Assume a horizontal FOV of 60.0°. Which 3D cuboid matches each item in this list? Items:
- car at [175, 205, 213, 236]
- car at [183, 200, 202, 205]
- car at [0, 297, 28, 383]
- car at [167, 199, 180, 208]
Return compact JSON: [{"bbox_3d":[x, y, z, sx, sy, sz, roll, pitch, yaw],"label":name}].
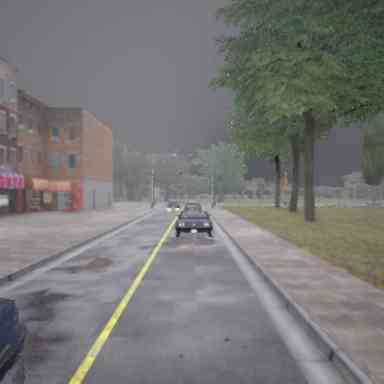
[{"bbox_3d":[0.097,1.620,18.397,1.895,1.301,4.718,0,0,0],"label":"car"},{"bbox_3d":[0.097,1.595,36.826,2.128,1.511,4.902,0,0,0],"label":"car"},{"bbox_3d":[-2.851,1.547,1.564,2.033,1.411,5.357,0,0,0],"label":"car"},{"bbox_3d":[-2.762,1.767,51.699,2.033,1.411,5.357,0,-1,0],"label":"car"}]
